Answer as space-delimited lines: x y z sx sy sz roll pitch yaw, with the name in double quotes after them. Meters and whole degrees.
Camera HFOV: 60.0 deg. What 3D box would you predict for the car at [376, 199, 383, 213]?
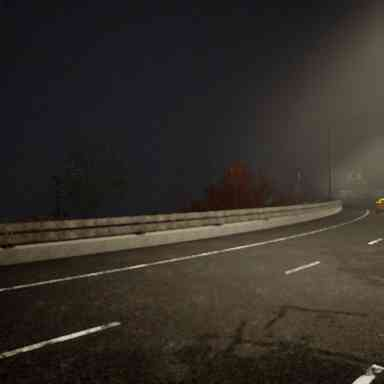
21.549 1.493 36.867 1.882 1.535 5.008 0 0 29 "car"
